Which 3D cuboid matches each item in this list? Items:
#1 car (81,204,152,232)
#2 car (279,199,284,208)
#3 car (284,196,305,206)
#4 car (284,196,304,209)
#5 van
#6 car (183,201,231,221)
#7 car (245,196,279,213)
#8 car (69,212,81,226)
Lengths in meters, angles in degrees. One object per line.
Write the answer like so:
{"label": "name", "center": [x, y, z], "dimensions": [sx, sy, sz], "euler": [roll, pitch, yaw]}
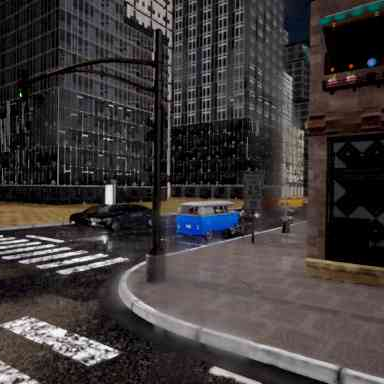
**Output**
{"label": "car", "center": [-3.971, 1.466, 20.102], "dimensions": [1.812, 1.442, 4.674], "euler": [1, 1, 37]}
{"label": "car", "center": [10.165, 1.293, 44.363], "dimensions": [1.967, 1.590, 4.097], "euler": [1, 1, 36]}
{"label": "car", "center": [16.495, 1.363, 53.232], "dimensions": [1.752, 1.417, 4.829], "euler": [1, 1, 36]}
{"label": "car", "center": [12.991, 1.368, 43.782], "dimensions": [1.882, 1.535, 5.008], "euler": [1, 1, 36]}
{"label": "van", "center": [0.914, 1.368, 16.979], "dimensions": [1.690, 1.788, 3.998], "euler": [1, 1, 36]}
{"label": "car", "center": [1.301, 1.487, 27.502], "dimensions": [1.994, 1.385, 4.181], "euler": [1, 1, 35]}
{"label": "car", "center": [7.130, 1.257, 35.637], "dimensions": [2.097, 1.767, 4.553], "euler": [1, 1, 36]}
{"label": "car", "center": [-5.909, 1.466, 21.851], "dimensions": [1.947, 1.339, 4.313], "euler": [1, 1, 36]}
